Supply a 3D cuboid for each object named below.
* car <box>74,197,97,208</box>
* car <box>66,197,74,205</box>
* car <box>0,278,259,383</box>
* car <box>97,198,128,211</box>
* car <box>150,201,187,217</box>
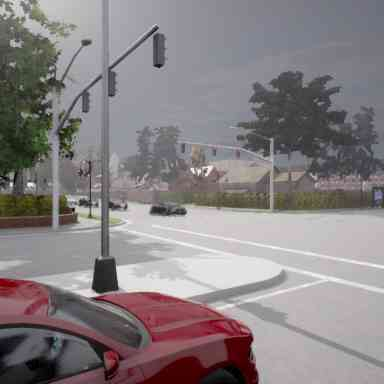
[{"bbox_3d":[-15.327,1.491,49.266,2.128,1.511,4.902,0,0,-36],"label":"car"},{"bbox_3d":[-21.395,1.526,57.671,1.812,1.442,4.674,0,0,-35],"label":"car"},{"bbox_3d":[-1.637,1.478,2.600,5.008,1.535,1.882,0,0,-35],"label":"car"},{"bbox_3d":[-9.607,1.492,41.367,2.128,1.511,4.902,0,0,-36],"label":"car"},{"bbox_3d":[-2.278,1.563,31.309,1.994,1.385,4.181,0,0,-37],"label":"car"}]
